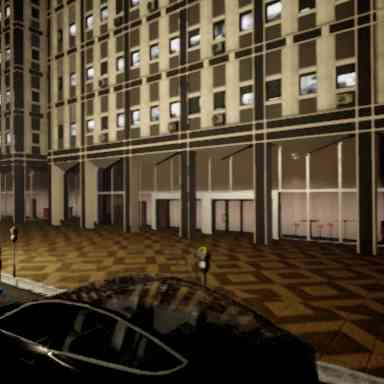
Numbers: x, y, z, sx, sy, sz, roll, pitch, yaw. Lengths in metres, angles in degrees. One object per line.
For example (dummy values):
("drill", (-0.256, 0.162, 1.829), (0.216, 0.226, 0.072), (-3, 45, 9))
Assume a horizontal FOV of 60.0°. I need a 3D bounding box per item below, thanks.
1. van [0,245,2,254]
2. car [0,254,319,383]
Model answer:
("van", (-5.537, 1.391, 6.832), (3.998, 1.788, 1.690), (0, 0, 36))
("car", (-0.902, 1.582, 3.523), (4.313, 1.339, 1.947), (0, 0, 36))
